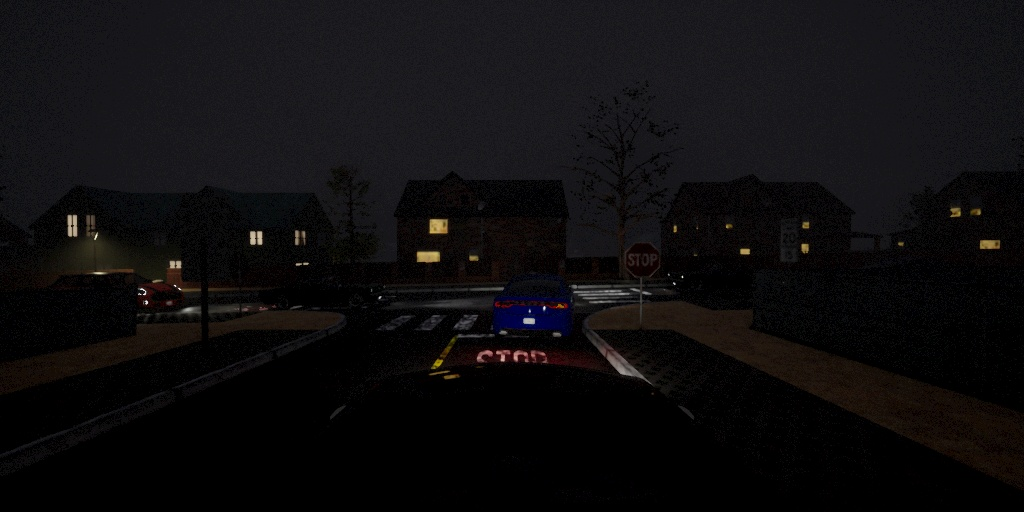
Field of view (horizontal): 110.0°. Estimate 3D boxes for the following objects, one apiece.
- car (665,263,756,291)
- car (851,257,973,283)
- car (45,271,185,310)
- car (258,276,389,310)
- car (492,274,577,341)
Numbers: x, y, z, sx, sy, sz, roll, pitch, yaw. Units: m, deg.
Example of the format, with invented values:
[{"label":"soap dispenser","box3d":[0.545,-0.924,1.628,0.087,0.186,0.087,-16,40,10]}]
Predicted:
[{"label":"car","box3d":[10.399,1.034,18.171,4.718,1.301,1.895,-1,1,-1]},{"label":"car","box3d":[20.044,0.753,18.214,5.357,1.411,2.033,-1,1,0]},{"label":"car","box3d":[-16.809,1.471,15.217,4.553,1.767,2.097,-1,1,0]},{"label":"car","box3d":[-7.821,1.506,15.231,4.718,1.301,1.895,-1,1,0]},{"label":"car","box3d":[0.780,1.226,10.029,1.882,1.535,5.008,0,0,10]}]
